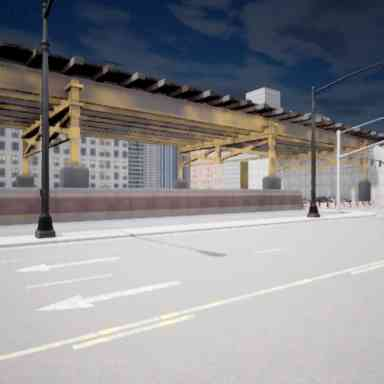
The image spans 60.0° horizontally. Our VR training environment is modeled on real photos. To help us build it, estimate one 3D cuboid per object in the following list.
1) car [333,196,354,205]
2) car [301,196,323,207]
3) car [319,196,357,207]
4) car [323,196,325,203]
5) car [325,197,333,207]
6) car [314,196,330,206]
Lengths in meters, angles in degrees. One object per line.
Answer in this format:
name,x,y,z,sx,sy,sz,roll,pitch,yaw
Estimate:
car,22.301,1.254,51.092,4.536,1.218,1.853,0,0,-7
car,14.646,1.252,44.661,4.536,1.218,1.853,0,0,8
car,22.353,1.411,51.098,4.974,1.542,2.038,0,0,-7
car,14.697,1.410,44.654,4.974,1.542,2.038,0,0,8
car,18.442,1.411,47.339,2.038,1.542,4.974,0,0,18
car,18.458,1.253,47.388,1.853,1.218,4.536,0,0,18
